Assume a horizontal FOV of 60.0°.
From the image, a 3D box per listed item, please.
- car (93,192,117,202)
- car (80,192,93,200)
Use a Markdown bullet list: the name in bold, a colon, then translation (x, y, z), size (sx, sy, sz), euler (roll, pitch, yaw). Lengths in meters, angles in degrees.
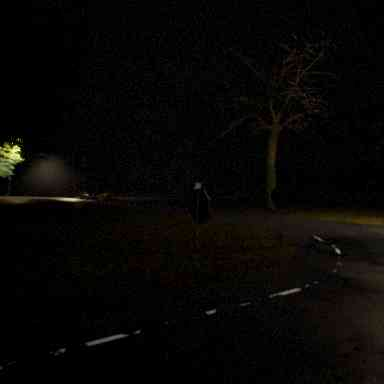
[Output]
- **car**: translation (-13.505, 0.765, 52.864), size (1.882, 1.535, 5.008), euler (3, -1, -35)
- **car**: translation (-18.565, 0.796, 59.836), size (2.033, 1.411, 5.357), euler (3, -1, -36)
